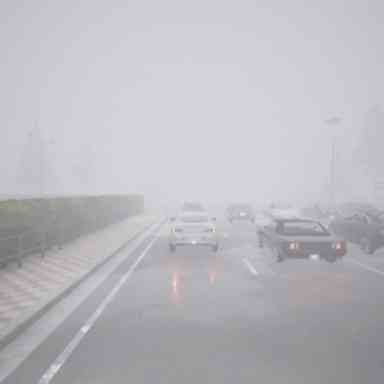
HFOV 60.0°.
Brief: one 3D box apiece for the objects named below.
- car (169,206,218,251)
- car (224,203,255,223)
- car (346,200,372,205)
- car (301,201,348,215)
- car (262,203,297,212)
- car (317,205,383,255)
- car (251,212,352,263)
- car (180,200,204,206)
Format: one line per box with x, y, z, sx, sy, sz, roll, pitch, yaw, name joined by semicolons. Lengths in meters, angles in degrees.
0.067;1.515;13.897;1.812;1.442;4.674;0;0;0;car
3.539;1.526;25.029;2.033;1.411;5.357;0;0;1;car
14.065;1.481;28.830;1.837;1.490;4.892;0;1;0;car
10.558;1.577;27.313;1.895;1.301;4.718;0;0;0;car
7.058;1.577;27.310;1.895;1.301;4.718;0;0;0;car
7.063;1.478;13.218;2.128;1.511;4.902;0;0;0;car
3.556;1.590;11.836;1.895;1.301;4.718;0;0;0;car
0.030;1.467;28.749;2.128;1.511;4.902;0;0;-1;car
